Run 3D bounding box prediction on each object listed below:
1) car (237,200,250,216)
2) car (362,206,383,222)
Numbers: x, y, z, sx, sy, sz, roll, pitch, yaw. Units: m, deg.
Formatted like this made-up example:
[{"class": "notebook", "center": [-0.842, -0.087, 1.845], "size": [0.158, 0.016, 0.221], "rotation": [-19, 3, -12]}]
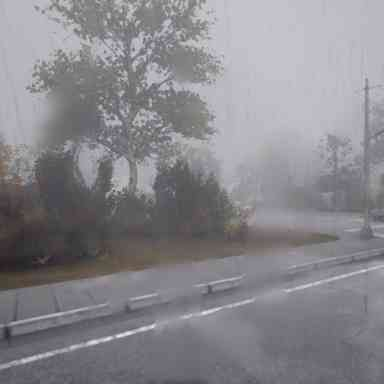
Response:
[{"class": "car", "center": [2.712, 1.661, 29.597], "size": [1.882, 1.535, 5.008], "rotation": [0, -1, -41]}, {"class": "car", "center": [15.256, 1.619, 25.250], "size": [1.994, 1.385, 4.181], "rotation": [0, -1, -34]}]
